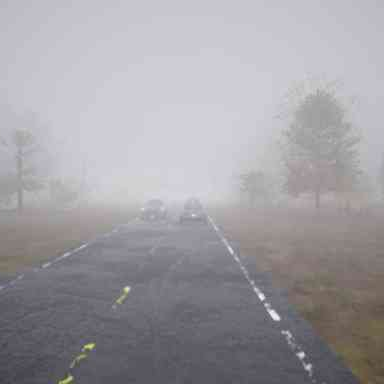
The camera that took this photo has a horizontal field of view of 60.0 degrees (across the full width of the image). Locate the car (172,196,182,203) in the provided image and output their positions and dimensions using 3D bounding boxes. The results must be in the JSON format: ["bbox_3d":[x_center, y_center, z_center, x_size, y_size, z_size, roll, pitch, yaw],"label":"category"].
[{"bbox_3d":[-2.996,1.496,68.618,1.882,1.535,5.008,0,0,0],"label":"car"}]

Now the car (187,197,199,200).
[{"bbox_3d":[0.103,1.373,42.501,2.097,1.767,4.553,0,0,0],"label":"car"}]

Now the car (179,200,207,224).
[{"bbox_3d":[0.103,1.576,24.885,1.994,1.385,4.181,0,0,0],"label":"car"}]

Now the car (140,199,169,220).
[{"bbox_3d":[-3.093,1.366,28.197,2.097,1.767,4.553,0,0,0],"label":"car"}]
